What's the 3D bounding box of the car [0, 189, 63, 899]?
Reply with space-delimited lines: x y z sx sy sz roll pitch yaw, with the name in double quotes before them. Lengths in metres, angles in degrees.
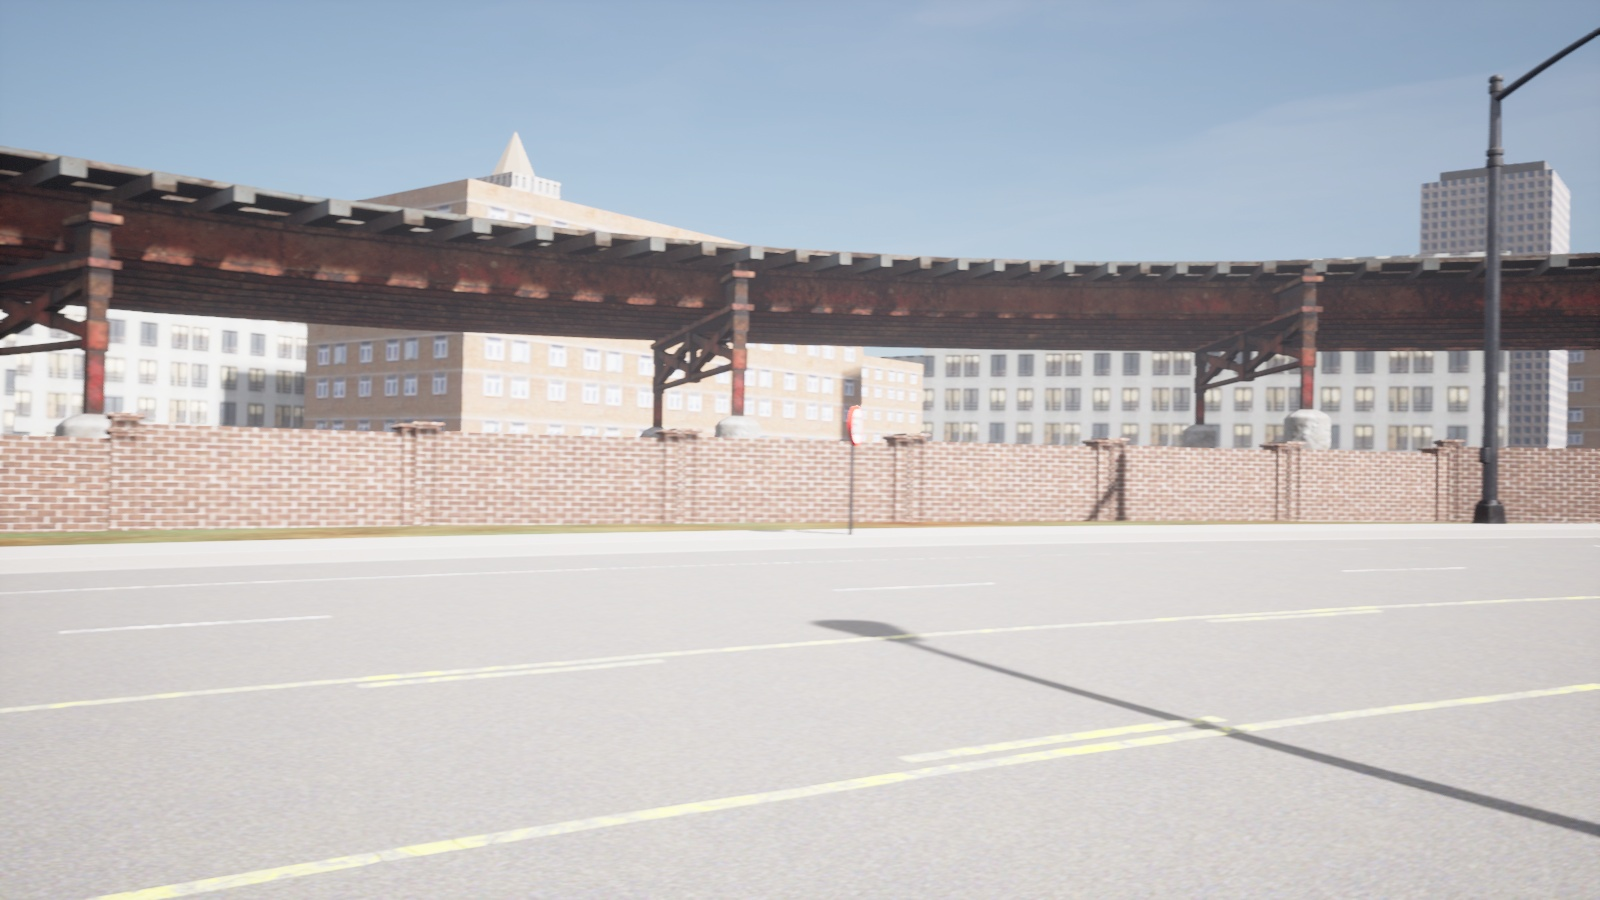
"car" -3.544 0.563 1.355 4.605 1.855 1.932 0 -1 -35
